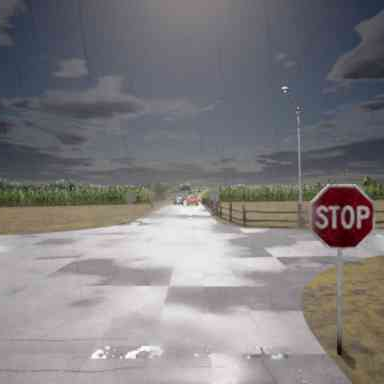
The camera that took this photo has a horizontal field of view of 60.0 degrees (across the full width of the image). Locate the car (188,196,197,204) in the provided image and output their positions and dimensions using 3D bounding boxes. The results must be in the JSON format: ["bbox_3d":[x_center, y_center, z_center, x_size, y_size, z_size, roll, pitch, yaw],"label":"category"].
[{"bbox_3d":[0.128,1.682,71.298,1.837,1.490,4.892,0,-1,0],"label":"car"}]

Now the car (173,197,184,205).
[{"bbox_3d":[-2.633,1.790,65.468,2.128,1.511,4.902,0,0,0],"label":"car"}]

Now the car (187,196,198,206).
[{"bbox_3d":[0.109,1.617,61.262,2.097,1.767,4.553,0,0,0],"label":"car"}]
